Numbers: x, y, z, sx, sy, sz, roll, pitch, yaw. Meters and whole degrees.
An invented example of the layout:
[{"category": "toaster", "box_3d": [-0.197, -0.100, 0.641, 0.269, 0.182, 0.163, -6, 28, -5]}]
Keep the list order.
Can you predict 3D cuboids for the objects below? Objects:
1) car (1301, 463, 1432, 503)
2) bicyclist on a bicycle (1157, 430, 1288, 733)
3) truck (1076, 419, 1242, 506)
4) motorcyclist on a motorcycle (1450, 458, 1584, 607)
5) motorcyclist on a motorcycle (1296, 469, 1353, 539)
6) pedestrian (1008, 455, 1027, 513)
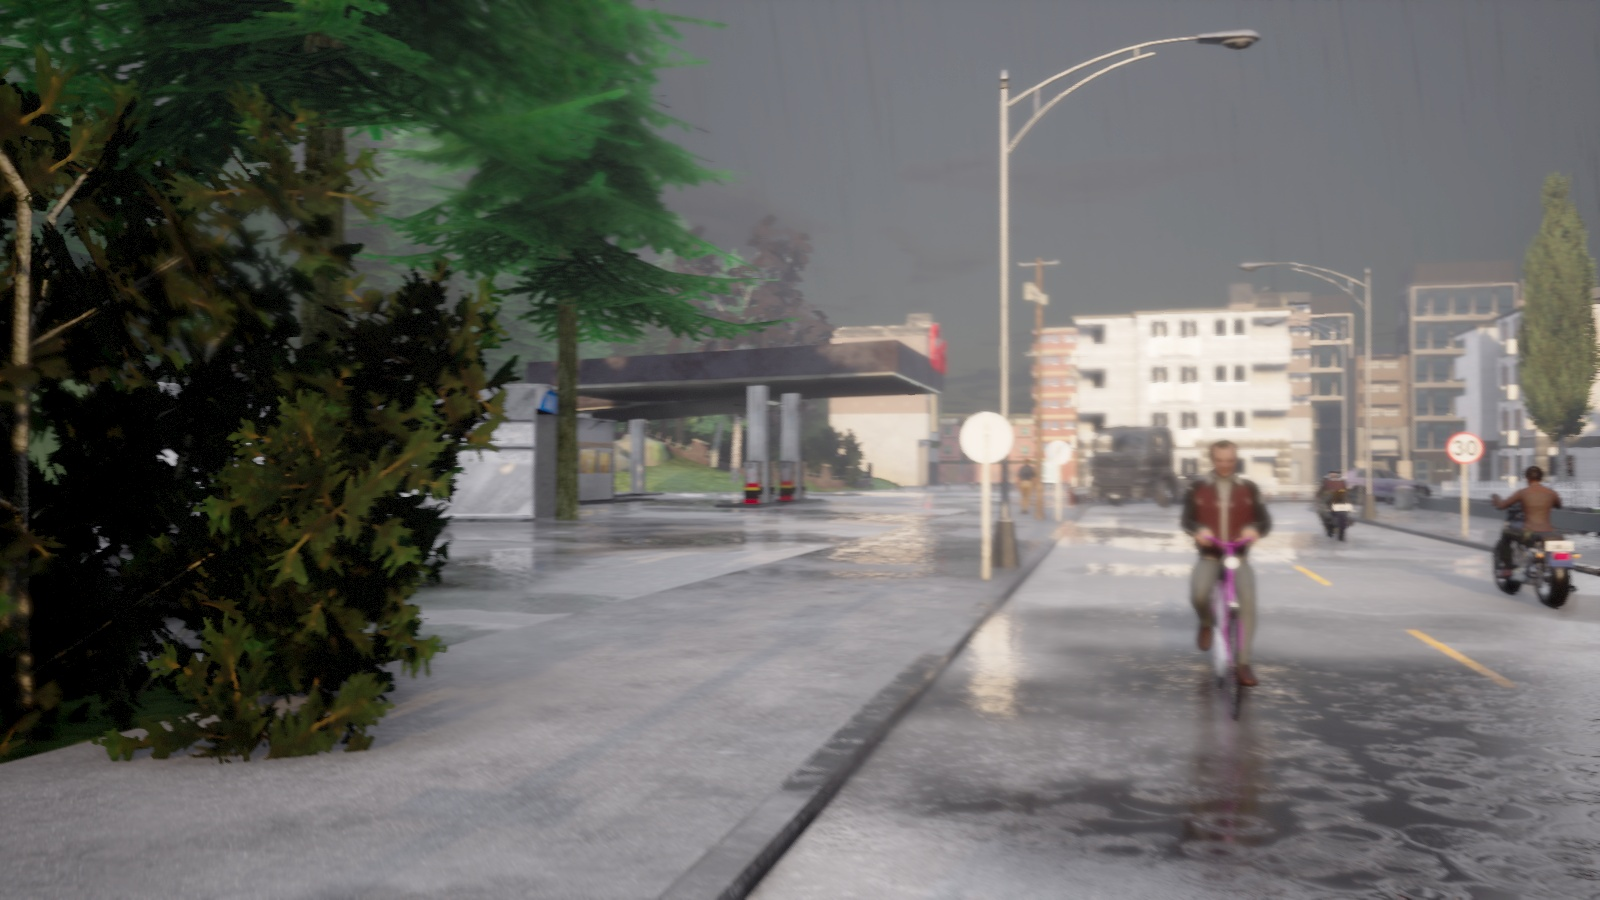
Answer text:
[{"category": "car", "box_3d": [24.385, 1.400, 54.091, 4.856, 1.649, 2.033, 0, -2, -11]}, {"category": "bicyclist on a bicycle", "box_3d": [2.764, 0.791, 8.367, 0.659, 1.776, 1.843, -1, -1, 14]}, {"category": "truck", "box_3d": [15.562, 0.548, 54.070, 7.936, 3.462, 2.891, 0, -1, -40]}, {"category": "motorcyclist on a motorcycle", "box_3d": [8.566, 0.934, 15.119, 0.766, 1.649, 2.350, -1, -1, 14]}, {"category": "motorcyclist on a motorcycle", "box_3d": [11.930, 1.201, 28.633, 0.866, 1.530, 2.191, -1, -1, 14]}, {"category": "pedestrian", "box_3d": [6.994, 1.089, 40.421, 0.540, 1.848, 0.694, -1, -1, 15]}]
